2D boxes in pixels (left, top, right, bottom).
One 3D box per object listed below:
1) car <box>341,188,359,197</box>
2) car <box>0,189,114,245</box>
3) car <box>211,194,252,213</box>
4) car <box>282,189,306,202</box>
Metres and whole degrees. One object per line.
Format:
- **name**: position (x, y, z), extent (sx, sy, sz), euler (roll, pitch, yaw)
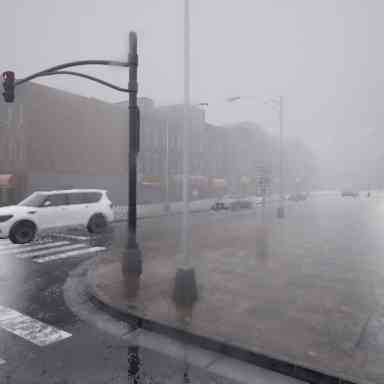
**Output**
- **car**: position (24.996, 0.090, 52.515), extent (2.033, 1.411, 5.357), euler (0, 2, 35)
- **car**: position (-6.061, 0.923, 14.576), extent (2.150, 2.045, 5.566), euler (1, 2, 39)
- **car**: position (3.287, 0.862, 27.150), extent (1.994, 1.385, 4.181), euler (0, 2, 36)
- **car**: position (12.079, 0.416, 39.449), extent (2.128, 1.511, 4.902), euler (0, 2, 35)
